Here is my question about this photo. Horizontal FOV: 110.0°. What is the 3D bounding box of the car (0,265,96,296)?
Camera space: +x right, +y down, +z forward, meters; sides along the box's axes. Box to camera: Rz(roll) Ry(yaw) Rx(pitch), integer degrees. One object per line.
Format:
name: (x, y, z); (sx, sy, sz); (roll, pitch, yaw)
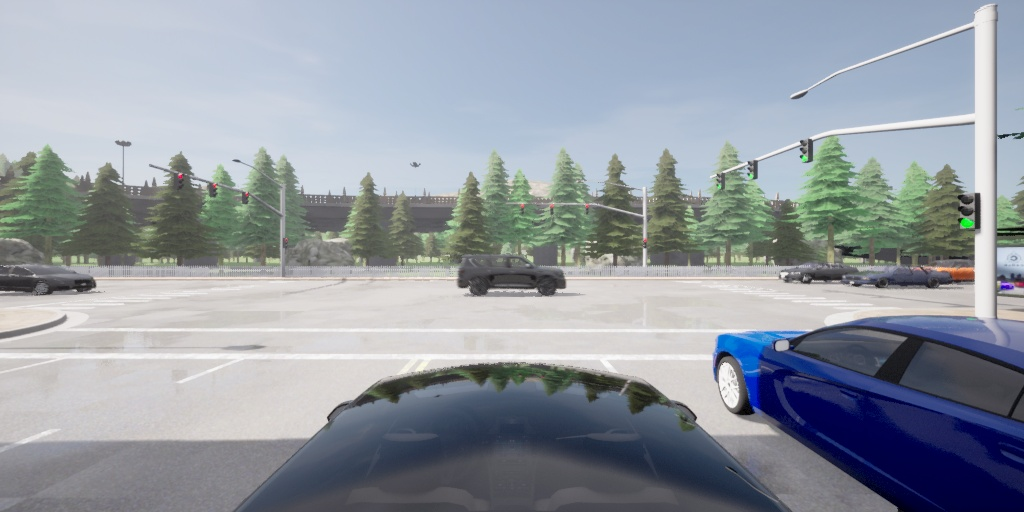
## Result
car: (-24.359, 1.201, 18.340); (4.892, 1.490, 1.837); (0, 0, 0)

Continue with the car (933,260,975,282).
car: (30.842, 1.049, 25.358); (4.553, 1.767, 2.097); (0, 0, 2)

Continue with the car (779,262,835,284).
car: (21.751, 1.189, 25.510); (4.902, 1.511, 2.128); (0, 0, 0)

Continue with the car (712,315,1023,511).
car: (3.641, 1.228, 2.940); (1.882, 1.535, 5.008); (0, 0, 2)

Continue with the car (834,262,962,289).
car: (23.559, 1.244, 22.025); (5.357, 1.411, 2.033); (0, 0, 0)

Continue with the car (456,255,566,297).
car: (-0.054, 0.945, 18.337); (5.566, 2.045, 2.150); (0, 0, 0)
